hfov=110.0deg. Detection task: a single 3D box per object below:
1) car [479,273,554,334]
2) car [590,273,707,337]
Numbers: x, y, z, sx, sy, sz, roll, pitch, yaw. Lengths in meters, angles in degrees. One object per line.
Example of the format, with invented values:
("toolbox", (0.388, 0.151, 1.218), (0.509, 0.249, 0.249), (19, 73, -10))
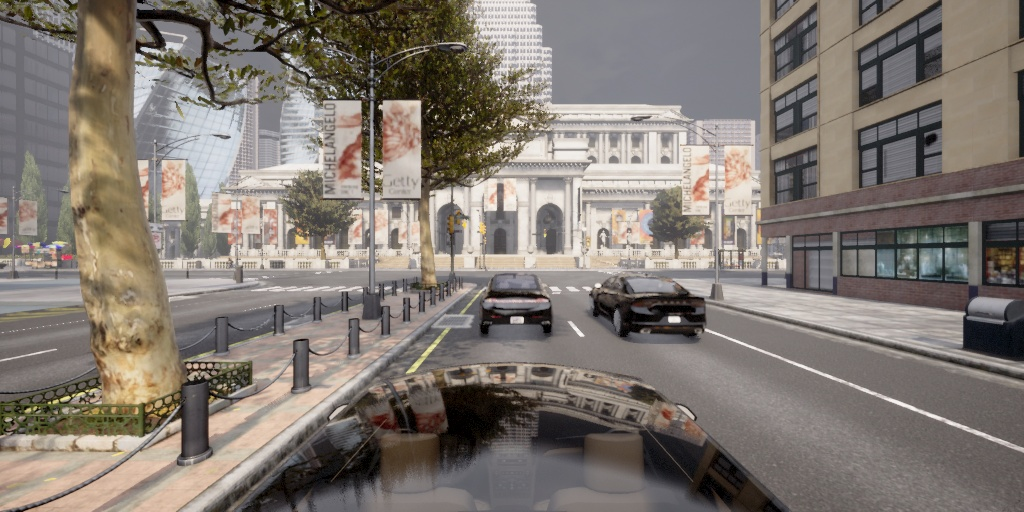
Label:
("car", (0.080, 1.243, 10.581), (2.128, 1.511, 4.902), (0, 0, -1))
("car", (3.566, 1.228, 10.320), (1.882, 1.535, 5.008), (0, 0, 0))
